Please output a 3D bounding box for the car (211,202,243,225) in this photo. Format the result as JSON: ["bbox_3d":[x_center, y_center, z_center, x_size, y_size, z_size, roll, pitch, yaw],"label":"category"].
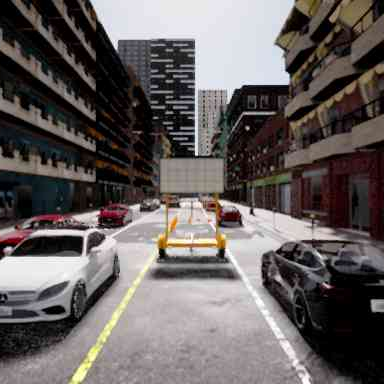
[{"bbox_3d":[2.572,1.589,23.618,1.802,1.307,4.206,1,0,0],"label":"car"}]

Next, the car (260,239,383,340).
[{"bbox_3d":[2.573,1.566,6.550,1.947,1.339,4.313,1,0,0],"label":"car"}]

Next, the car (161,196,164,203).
[{"bbox_3d":[-5.309,1.551,46.197,1.752,1.417,4.829,1,0,0],"label":"car"}]

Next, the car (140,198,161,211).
[{"bbox_3d":[-5.309,1.571,40.676,2.008,1.369,4.403,1,0,0],"label":"car"}]

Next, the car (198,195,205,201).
[{"bbox_3d":[2.568,1.628,92.065,1.752,1.417,4.829,0,0,0],"label":"car"}]

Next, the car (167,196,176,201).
[{"bbox_3d":[-5.312,1.634,86.195,1.887,1.381,4.507,0,0,0],"label":"car"}]

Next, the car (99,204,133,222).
[{"bbox_3d":[-5.308,1.552,23.606,1.887,1.381,4.507,1,0,0],"label":"car"}]

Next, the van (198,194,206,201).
[{"bbox_3d":[2.570,1.430,86.205,1.690,1.788,3.998,0,0,0],"label":"van"}]

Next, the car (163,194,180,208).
[{"bbox_3d":[-2.839,1.380,49.715,2.097,1.767,4.553,0,0,0],"label":"car"}]

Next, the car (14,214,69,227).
[{"bbox_3d":[-5.308,1.546,12.228,1.887,1.381,4.507,1,0,0],"label":"car"}]

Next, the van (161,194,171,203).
[{"bbox_3d":[-5.309,1.396,69.125,1.690,1.788,3.998,1,0,0],"label":"van"}]

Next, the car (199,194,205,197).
[{"bbox_3d":[2.570,1.564,57.927,1.752,1.417,4.829,0,0,0],"label":"car"}]

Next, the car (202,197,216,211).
[{"bbox_3d":[2.571,1.603,40.688,1.802,1.307,4.206,1,0,0],"label":"car"}]

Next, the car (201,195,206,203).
[{"bbox_3d":[2.571,1.571,46.378,1.887,1.381,4.507,1,0,0],"label":"car"}]

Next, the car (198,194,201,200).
[{"bbox_3d":[2.570,1.581,69.305,1.752,1.417,4.829,0,0,0],"label":"car"}]

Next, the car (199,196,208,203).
[{"bbox_3d":[2.569,1.647,74.825,1.802,1.307,4.206,0,0,0],"label":"car"}]

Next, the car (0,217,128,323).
[{"bbox_3d":[-2.850,1.526,7.318,1.812,1.442,4.674,0,0,0],"label":"car"}]

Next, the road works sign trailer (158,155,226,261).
[{"bbox_3d":[0.000,0.466,12.229,2.380,3.560,2.880,0,0,0],"label":"road works sign trailer"}]

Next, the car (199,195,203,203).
[{"bbox_3d":[2.571,1.577,52.067,1.887,1.381,4.507,1,0,0],"label":"car"}]

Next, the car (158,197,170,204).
[{"bbox_3d":[-5.311,1.591,63.436,1.887,1.381,4.507,1,0,0],"label":"car"}]
